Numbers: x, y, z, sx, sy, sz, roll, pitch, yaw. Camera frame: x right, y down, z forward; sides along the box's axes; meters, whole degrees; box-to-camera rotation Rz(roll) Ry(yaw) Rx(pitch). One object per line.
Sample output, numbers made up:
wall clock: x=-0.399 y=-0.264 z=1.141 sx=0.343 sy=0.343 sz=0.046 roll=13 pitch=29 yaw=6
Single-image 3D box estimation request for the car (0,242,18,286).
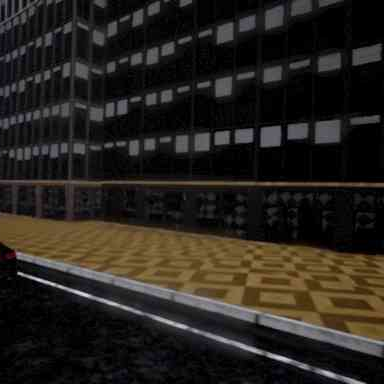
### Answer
car: x=-6.109 y=1.554 z=8.375 sx=4.674 sy=1.442 sz=1.812 roll=0 pitch=-1 yaw=38
